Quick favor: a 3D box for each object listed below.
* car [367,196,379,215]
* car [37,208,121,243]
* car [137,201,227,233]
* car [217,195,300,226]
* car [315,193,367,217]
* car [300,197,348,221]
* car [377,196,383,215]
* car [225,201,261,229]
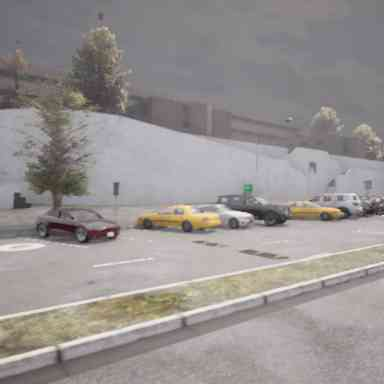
[{"bbox_3d":[13.910,1.417,30.201,4.792,1.488,2.163,-1,0,35],"label":"car"},{"bbox_3d":[-5.603,1.522,16.232,4.792,1.488,2.163,-1,-1,34],"label":"car"},{"bbox_3d":[-0.893,1.489,19.831,5.366,1.575,1.946,-1,0,35],"label":"car"},{"bbox_3d":[4.180,1.226,23.208,5.566,2.045,2.435,-1,-1,35],"label":"car"},{"bbox_3d":[11.464,1.167,28.462,5.566,2.045,2.435,-1,0,35],"label":"car"},{"bbox_3d":[9.198,1.436,26.601,5.366,1.575,1.946,-1,-1,34],"label":"car"},{"bbox_3d":[16.387,1.397,31.938,4.674,1.452,2.002,-1,-1,35],"label":"car"},{"bbox_3d":[1.706,1.524,21.478,4.674,1.452,2.002,-1,-1,34],"label":"car"}]
